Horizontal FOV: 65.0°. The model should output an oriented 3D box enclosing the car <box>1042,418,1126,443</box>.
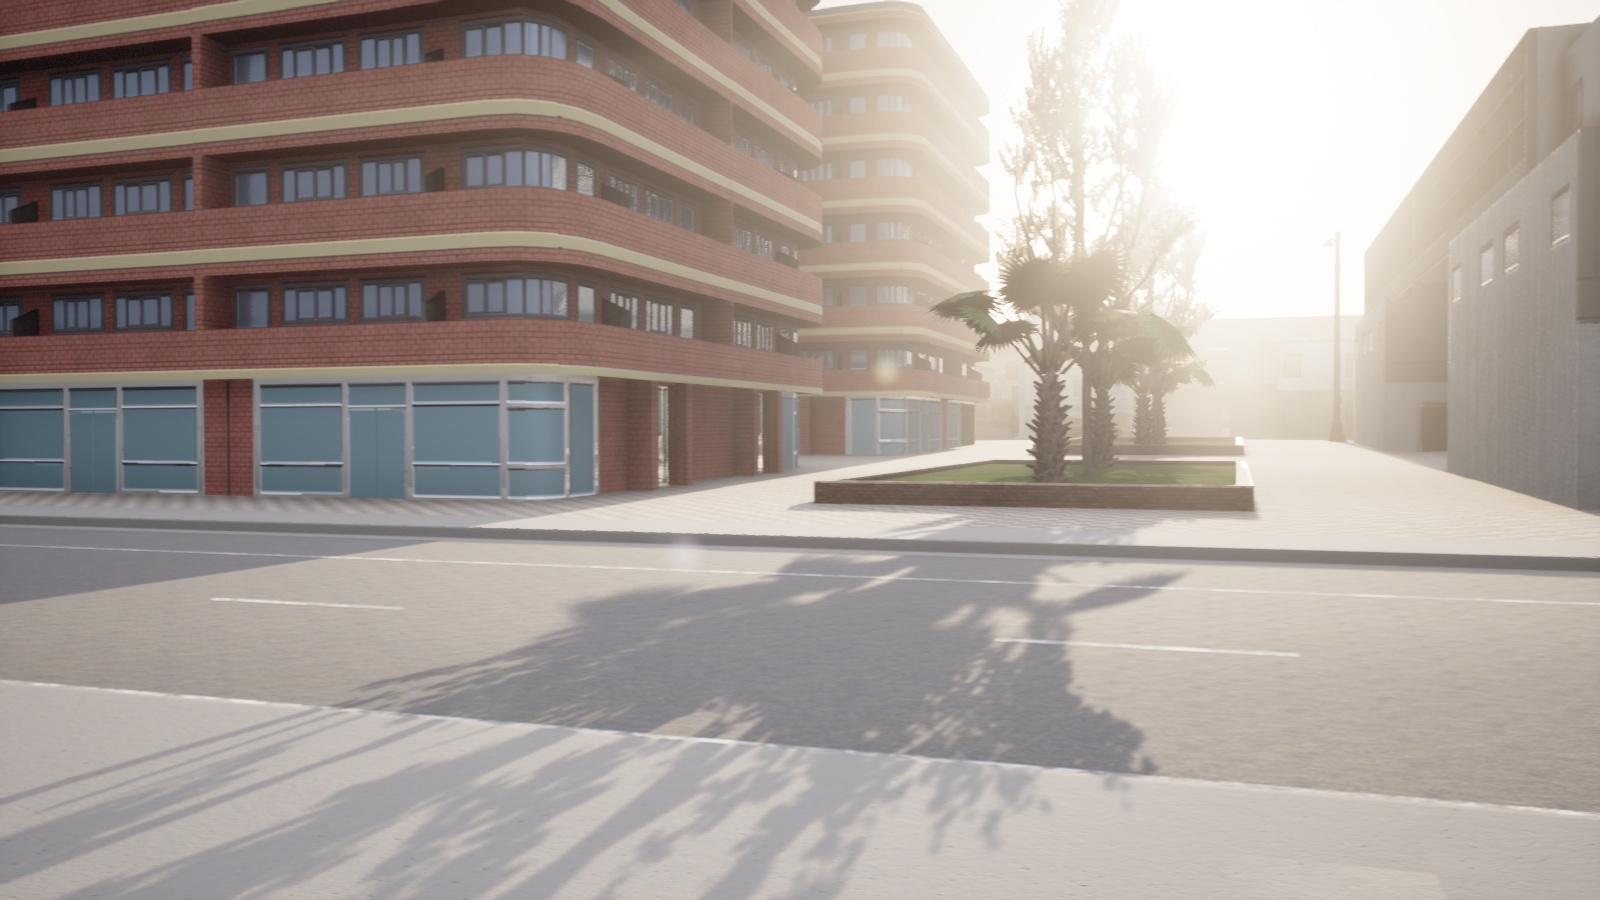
[{"bbox_3d":[17.488,-1.173,77.273,4.792,1.488,2.163,0,1,19],"label":"car"}]
